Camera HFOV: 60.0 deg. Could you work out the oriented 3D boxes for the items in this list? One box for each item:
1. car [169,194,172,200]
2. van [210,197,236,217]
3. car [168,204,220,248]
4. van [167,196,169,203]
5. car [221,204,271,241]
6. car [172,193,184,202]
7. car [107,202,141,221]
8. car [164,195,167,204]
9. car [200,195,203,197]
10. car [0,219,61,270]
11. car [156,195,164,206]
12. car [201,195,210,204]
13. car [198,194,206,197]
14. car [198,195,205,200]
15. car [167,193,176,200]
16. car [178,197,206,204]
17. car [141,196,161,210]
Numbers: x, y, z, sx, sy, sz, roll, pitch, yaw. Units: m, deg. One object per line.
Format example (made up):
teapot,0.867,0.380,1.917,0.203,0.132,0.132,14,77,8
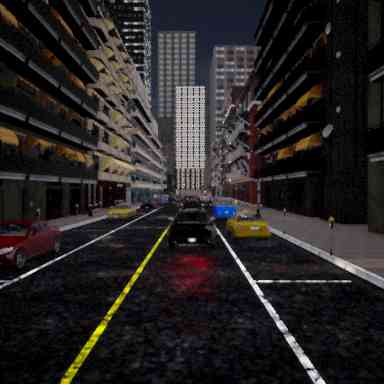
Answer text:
car,-5.700,1.452,66.133,1.967,1.590,4.097,-1,0,0
van,2.681,1.341,27.457,1.690,1.788,3.998,-1,0,0
car,0.000,1.515,14.651,1.837,1.490,4.892,0,0,0
van,-5.700,1.350,60.610,1.690,1.788,3.998,-1,0,0
car,2.682,1.523,16.579,1.752,1.417,4.829,0,0,0
car,-3.000,1.316,76.744,2.097,1.767,4.553,0,0,0
car,-5.699,1.525,27.299,1.752,1.417,4.829,0,0,0
car,-5.699,1.552,55.086,1.887,1.381,4.507,0,0,0
car,2.682,1.558,55.073,2.008,1.369,4.403,-1,0,0
car,-5.698,1.580,10.898,1.802,1.307,4.206,0,0,0
car,-5.698,1.550,49.562,1.887,1.381,4.507,0,0,0
car,2.683,1.556,49.549,2.008,1.369,4.403,-1,0,0
car,3.000,1.371,80.463,2.097,1.767,4.553,0,0,0
car,2.683,1.573,93.736,1.887,1.381,4.507,-1,0,0
car,-5.701,1.344,93.750,2.192,1.841,5.009,-1,0,0
car,0.000,1.486,29.652,1.882,1.535,5.008,0,0,0
car,-5.698,1.569,44.039,1.947,1.339,4.313,0,0,0
